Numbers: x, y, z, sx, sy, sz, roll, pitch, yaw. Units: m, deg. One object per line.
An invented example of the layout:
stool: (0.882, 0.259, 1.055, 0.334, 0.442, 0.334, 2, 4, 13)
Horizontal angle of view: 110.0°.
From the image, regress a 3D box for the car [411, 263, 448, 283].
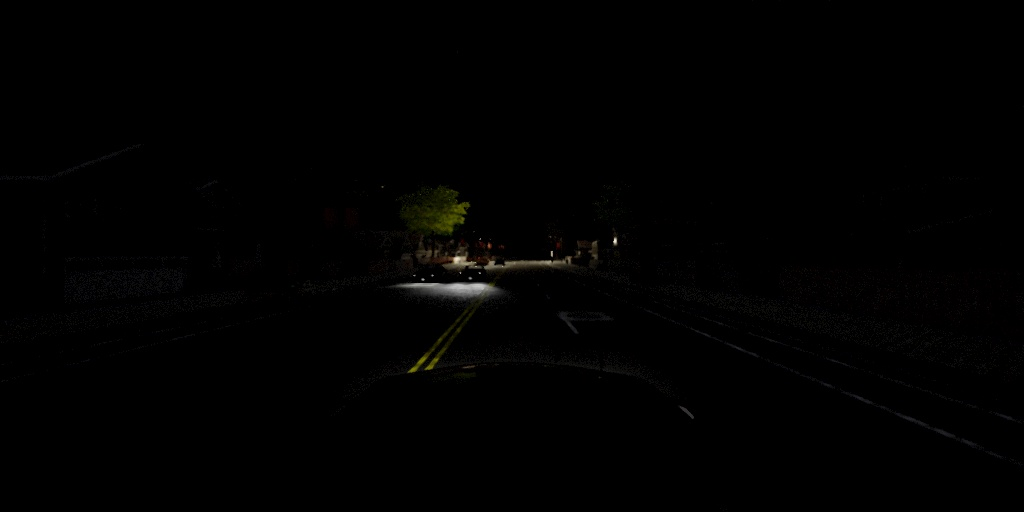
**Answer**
car: (-6.358, 1.298, 28.371, 2.033, 1.411, 5.357, 0, 0, 1)

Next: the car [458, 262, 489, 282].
car: (-3.101, 1.354, 28.935, 1.895, 1.301, 4.718, 0, 0, 1)
